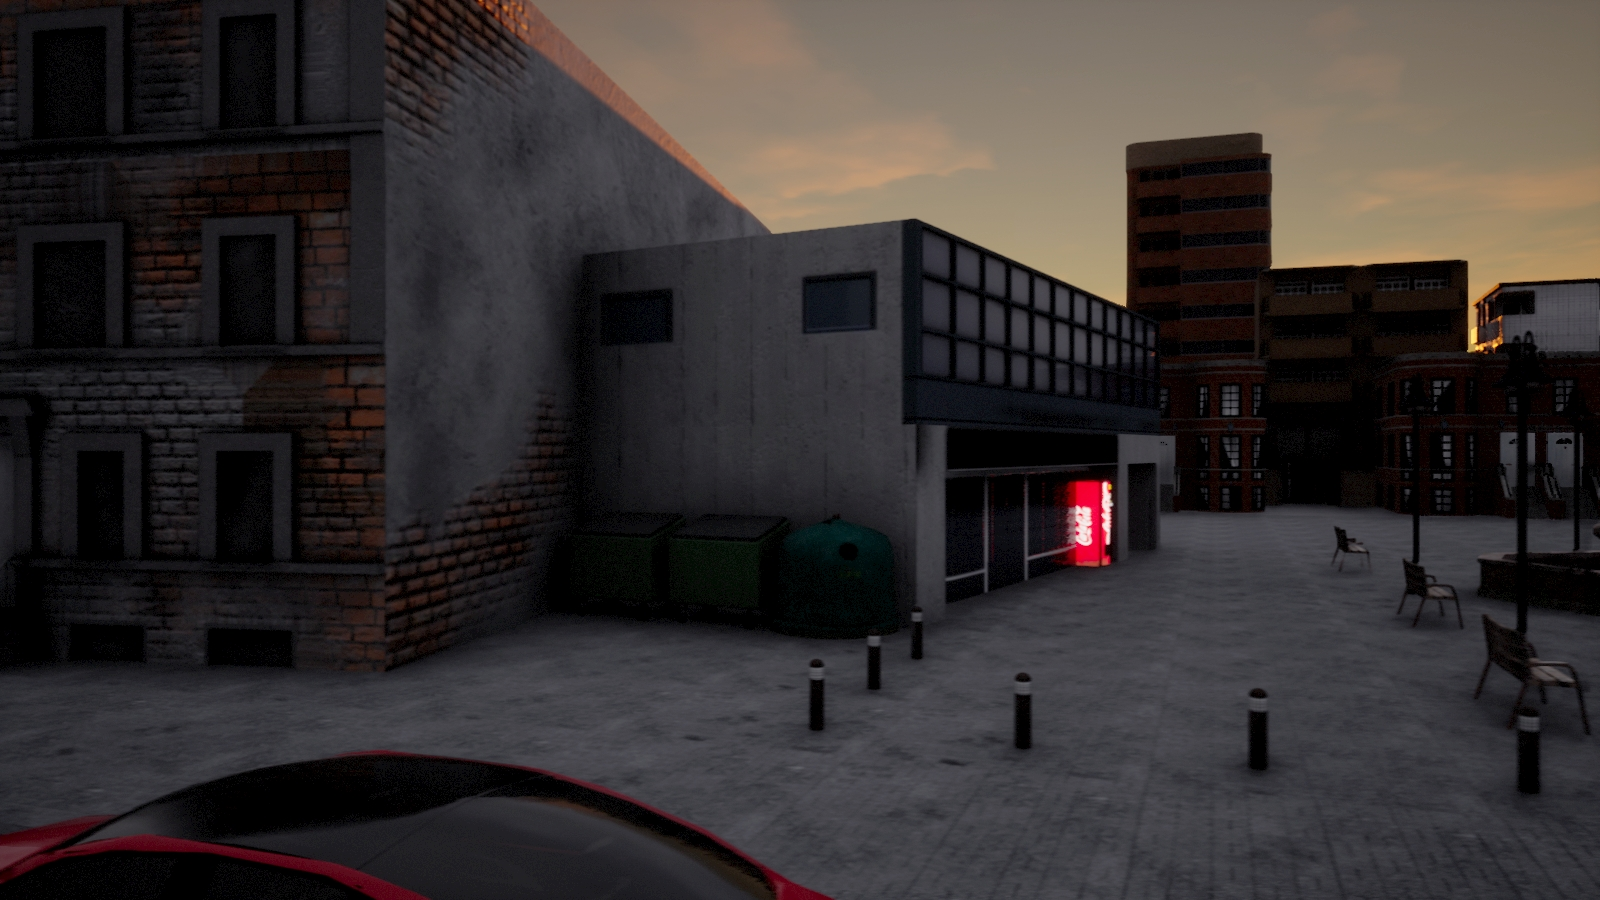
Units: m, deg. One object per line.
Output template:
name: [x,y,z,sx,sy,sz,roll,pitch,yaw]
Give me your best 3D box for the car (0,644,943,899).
car: [-2.079,1.841,4.586,4.892,1.480,2.231,0,0,20]
